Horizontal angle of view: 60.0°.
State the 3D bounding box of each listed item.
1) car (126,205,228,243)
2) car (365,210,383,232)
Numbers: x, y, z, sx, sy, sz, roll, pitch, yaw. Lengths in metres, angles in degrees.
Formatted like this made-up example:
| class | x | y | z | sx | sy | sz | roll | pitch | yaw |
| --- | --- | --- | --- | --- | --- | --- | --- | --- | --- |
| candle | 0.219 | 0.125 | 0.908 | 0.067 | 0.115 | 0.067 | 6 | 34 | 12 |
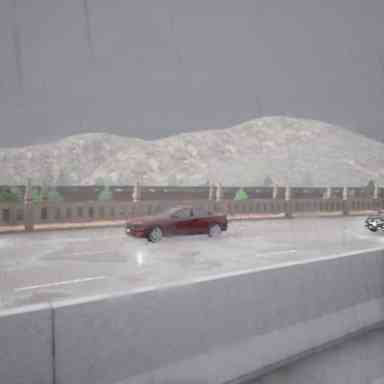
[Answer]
| class | x | y | z | sx | sy | sz | roll | pitch | yaw |
| --- | --- | --- | --- | --- | --- | --- | --- | --- | --- |
| car | -0.614 | 1.402 | 15.769 | 5.008 | 1.535 | 1.882 | 0 | 0 | -30 |
| car | 11.684 | 1.434 | 18.180 | 4.892 | 1.490 | 1.837 | 0 | 0 | -23 |
